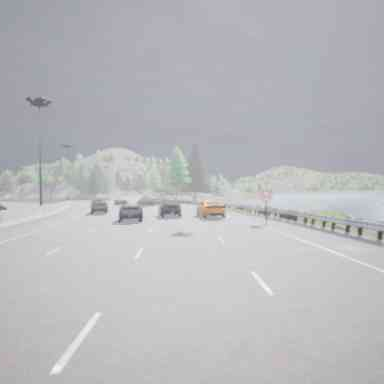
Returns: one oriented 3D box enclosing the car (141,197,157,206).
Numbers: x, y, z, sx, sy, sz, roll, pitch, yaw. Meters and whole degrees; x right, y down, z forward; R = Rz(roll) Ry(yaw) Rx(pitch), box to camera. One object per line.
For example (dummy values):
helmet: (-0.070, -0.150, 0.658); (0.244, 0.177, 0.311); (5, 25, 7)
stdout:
car: (-8.265, 1.726, 58.269); (2.033, 1.411, 5.357); (-1, 0, -21)

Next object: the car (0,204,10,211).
car: (-20.969, 1.992, 35.530); (1.994, 1.385, 4.181); (-1, 0, -11)

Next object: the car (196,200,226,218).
car: (1.603, 1.452, 29.705); (1.882, 1.535, 5.008); (-1, 0, -9)

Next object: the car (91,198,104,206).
car: (-18.137, 1.882, 63.557); (1.837, 1.490, 4.892); (0, 0, -22)

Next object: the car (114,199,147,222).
car: (-5.051, 1.599, 27.627); (2.128, 1.511, 4.902); (-1, 0, -9)

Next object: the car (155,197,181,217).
car: (-2.188, 1.556, 31.937); (1.837, 1.490, 4.892); (0, 0, -10)

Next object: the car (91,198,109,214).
car: (-10.790, 1.716, 38.970); (2.128, 1.511, 4.902); (-1, 0, -13)
